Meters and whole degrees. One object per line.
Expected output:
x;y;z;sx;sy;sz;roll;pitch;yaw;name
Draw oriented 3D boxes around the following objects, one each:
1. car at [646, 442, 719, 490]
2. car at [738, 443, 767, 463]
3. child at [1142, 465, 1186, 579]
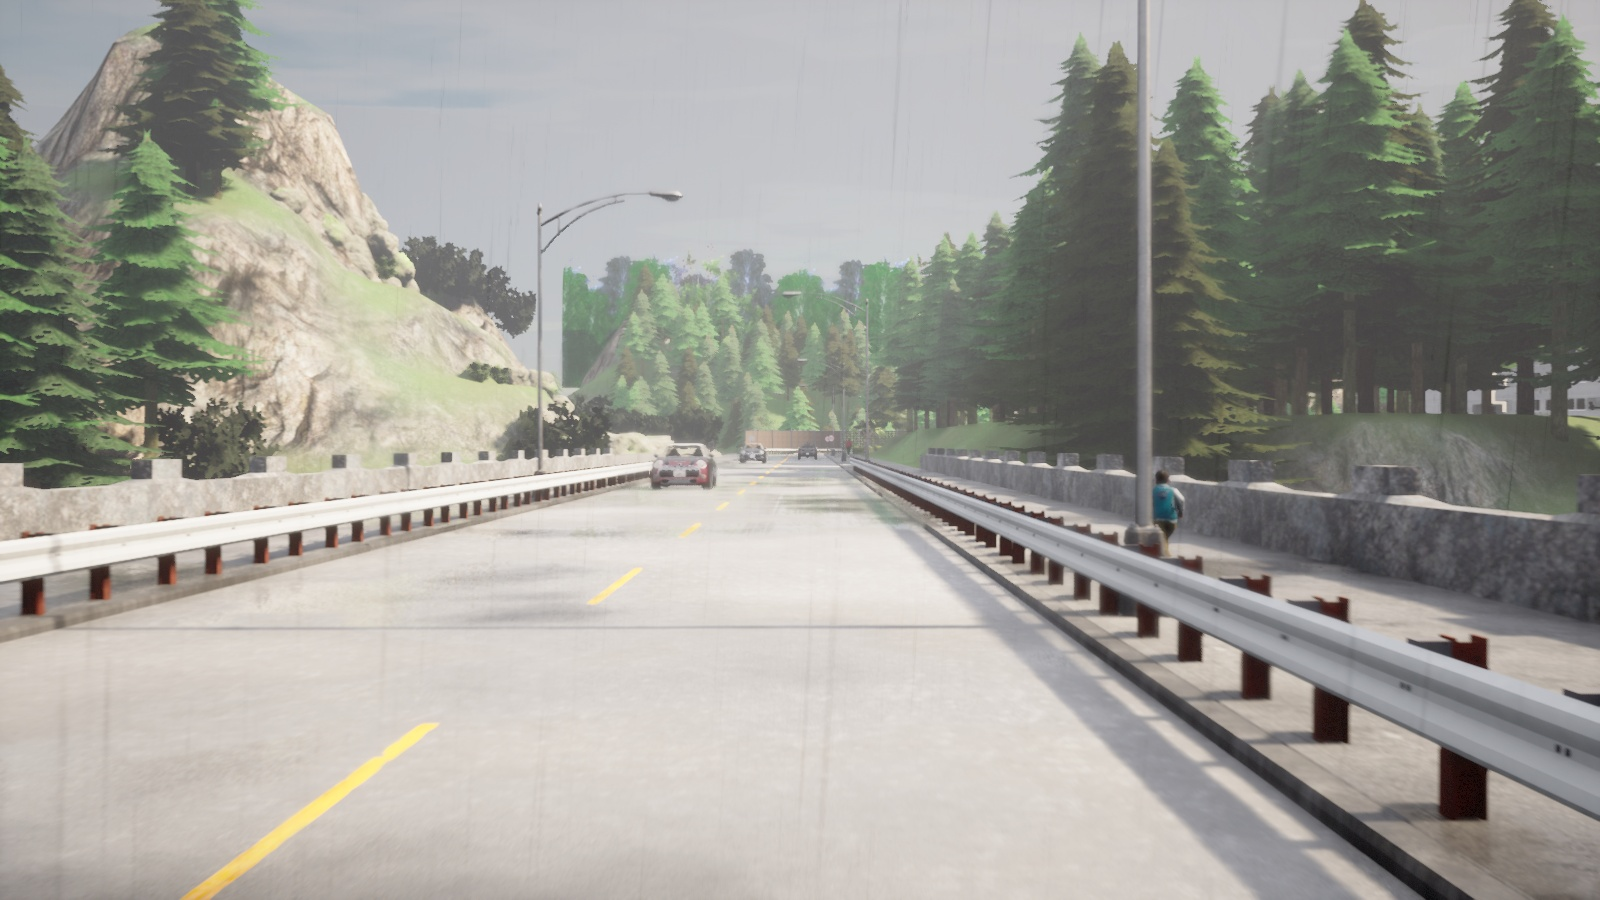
-3.744;0.480;40.511;1.970;1.475;3.806;0;0;0;car
-3.440;0.191;91.962;1.970;1.475;3.806;0;0;0;car
3.913;0.763;13.501;0.343;1.192;0.448;0;0;1;child
